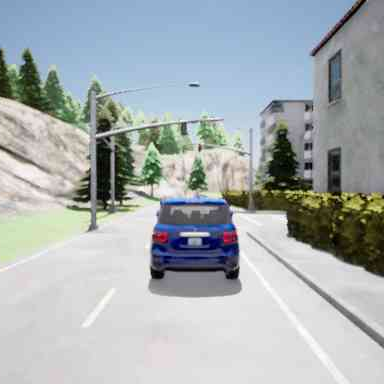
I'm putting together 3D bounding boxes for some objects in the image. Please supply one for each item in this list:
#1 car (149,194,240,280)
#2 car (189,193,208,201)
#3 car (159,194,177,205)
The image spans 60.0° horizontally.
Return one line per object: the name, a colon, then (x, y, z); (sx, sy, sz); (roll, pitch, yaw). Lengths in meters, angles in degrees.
car: (0.078, 1.133, 9.832); (2.150, 2.045, 5.566); (0, 1, 0)
car: (1.261, 0.982, 64.804); (1.994, 1.385, 4.181); (0, 1, 30)
car: (-3.409, 1.113, 48.427); (2.033, 1.411, 5.357); (0, 1, 2)
